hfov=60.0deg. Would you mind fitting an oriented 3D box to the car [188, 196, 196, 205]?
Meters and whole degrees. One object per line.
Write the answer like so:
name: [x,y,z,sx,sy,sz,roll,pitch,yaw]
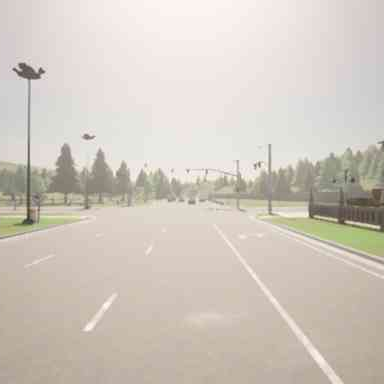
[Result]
car: [-0.039,2.333,79.496,1.882,1.535,5.008,0,-1,0]
